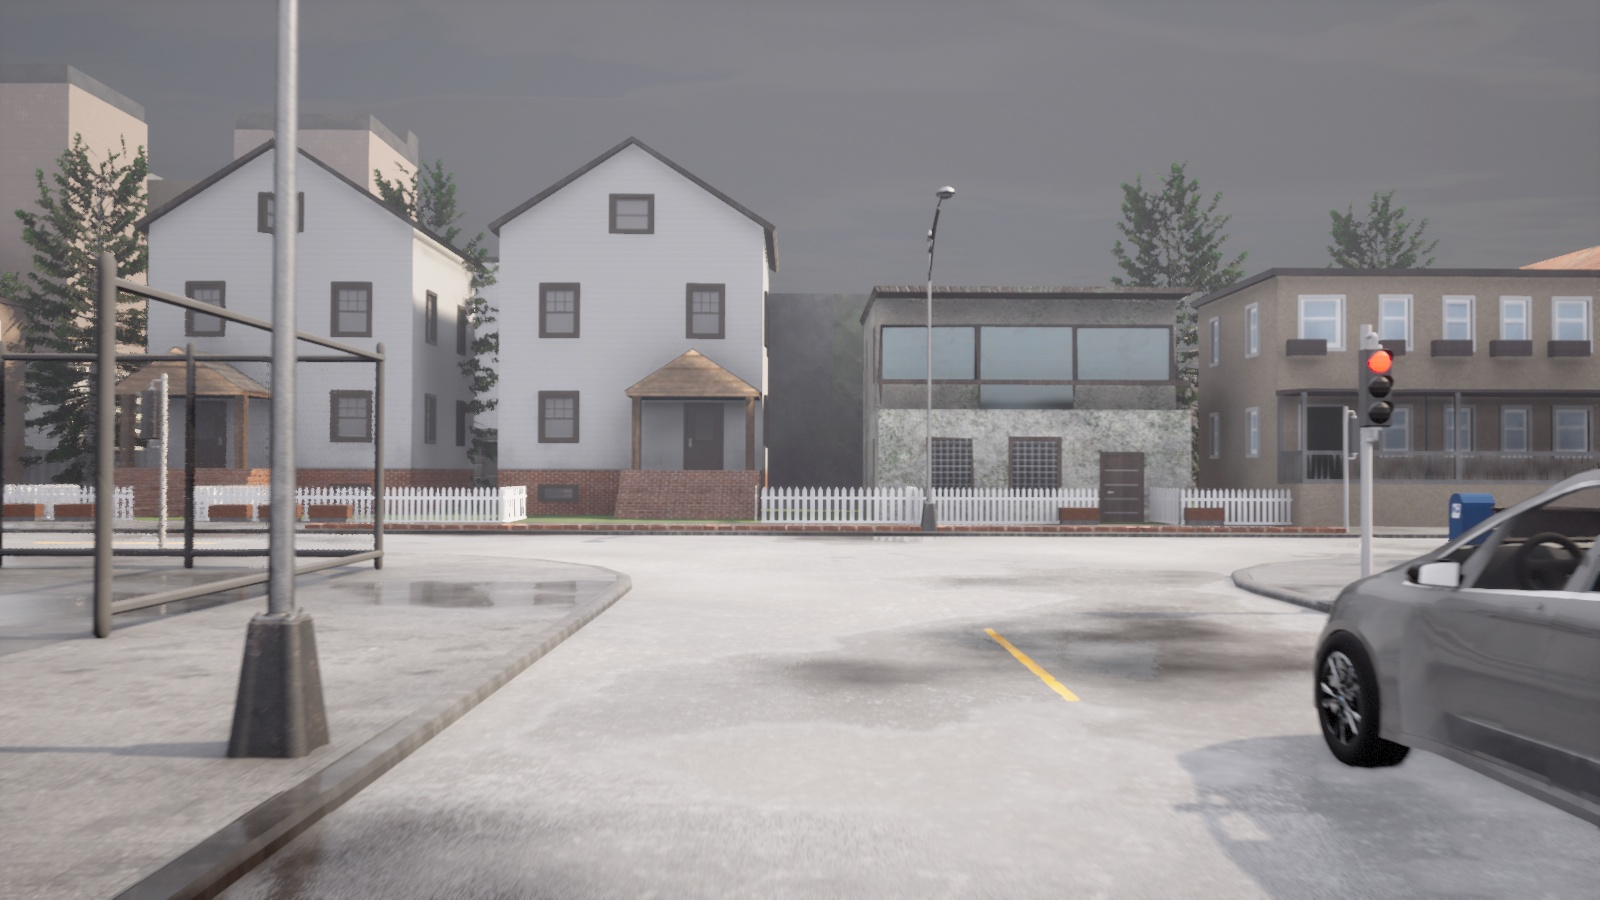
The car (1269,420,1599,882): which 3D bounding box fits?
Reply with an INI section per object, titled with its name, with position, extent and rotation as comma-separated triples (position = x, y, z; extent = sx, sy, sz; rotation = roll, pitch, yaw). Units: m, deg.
[car]
position = 3.993, 0.734, 5.288
extent = 2.242, 1.667, 4.611
rotation = 0, -1, -1
